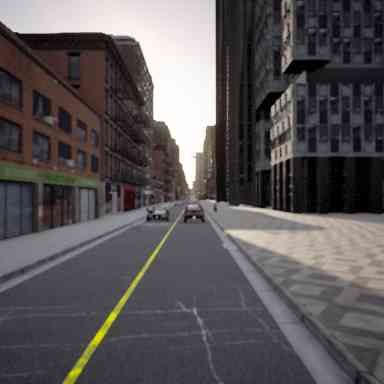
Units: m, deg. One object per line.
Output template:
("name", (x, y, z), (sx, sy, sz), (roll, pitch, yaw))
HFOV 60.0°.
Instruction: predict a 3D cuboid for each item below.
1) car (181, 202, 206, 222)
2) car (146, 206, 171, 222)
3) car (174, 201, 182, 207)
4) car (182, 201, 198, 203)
("car", (0.181, 1.938, 30.605), (1.837, 1.490, 4.892), (0, -1, 0))
("car", (-3.020, 1.993, 30.537), (1.994, 1.385, 4.181), (0, -1, 0))
("car", (-2.805, 2.567, 72.739), (1.994, 1.385, 4.181), (0, -1, 0))
("car", (0.210, 1.947, 42.280), (2.097, 1.767, 4.553), (0, -1, 0))
